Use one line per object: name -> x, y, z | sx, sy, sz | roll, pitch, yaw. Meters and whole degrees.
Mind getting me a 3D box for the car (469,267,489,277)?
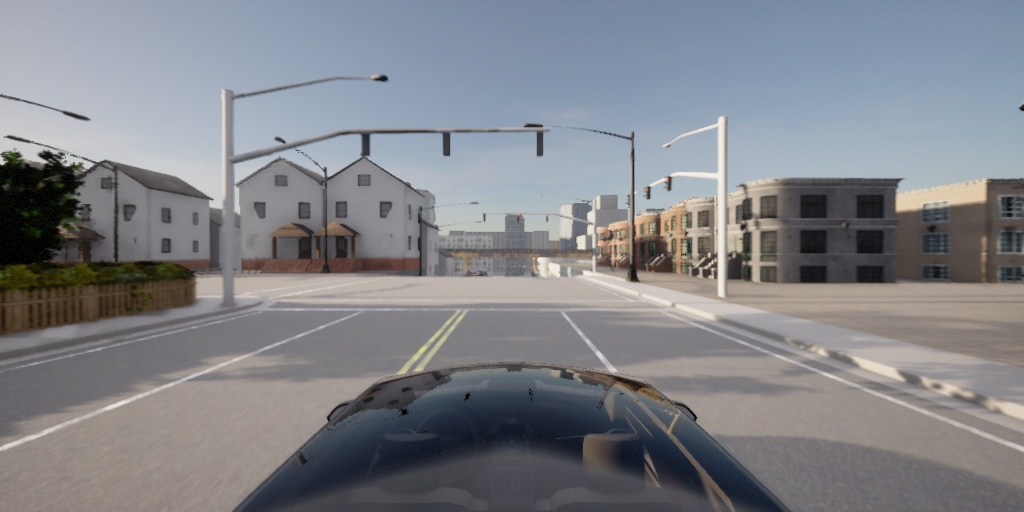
car -> -3.475, 1.957, 38.830 | 1.812, 1.442, 4.674 | 0, -11, 0
